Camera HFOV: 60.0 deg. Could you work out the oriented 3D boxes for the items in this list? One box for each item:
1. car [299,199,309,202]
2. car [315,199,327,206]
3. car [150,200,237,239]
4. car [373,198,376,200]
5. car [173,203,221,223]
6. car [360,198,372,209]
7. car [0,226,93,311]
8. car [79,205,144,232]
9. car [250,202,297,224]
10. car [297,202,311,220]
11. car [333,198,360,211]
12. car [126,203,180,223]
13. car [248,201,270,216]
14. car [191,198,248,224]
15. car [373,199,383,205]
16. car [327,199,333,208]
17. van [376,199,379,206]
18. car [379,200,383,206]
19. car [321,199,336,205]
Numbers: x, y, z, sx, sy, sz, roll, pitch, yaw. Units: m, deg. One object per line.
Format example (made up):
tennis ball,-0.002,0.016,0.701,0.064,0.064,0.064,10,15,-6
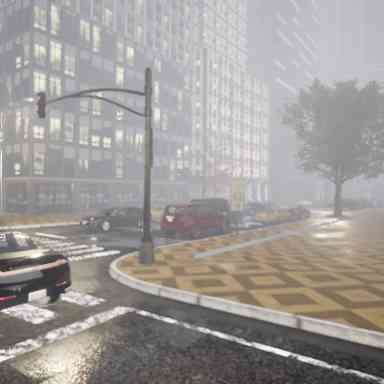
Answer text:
car,20.249,2.047,60.385,1.752,1.417,4.829,0,0,36
car,27.054,2.197,69.588,1.802,1.307,4.206,0,0,36
car,0.272,1.564,19.275,2.192,1.841,5.009,0,0,36
car,33.805,2.267,64.624,1.887,1.381,4.507,0,0,36
car,0.536,1.772,29.362,1.812,1.442,4.674,1,0,36
car,30.453,1.992,60.090,2.192,1.841,5.009,0,0,36
car,-4.533,1.570,6.910,4.902,1.511,2.128,-2,-1,35
car,-5.024,1.670,21.894,1.837,1.490,4.892,1,0,38
car,7.078,1.873,28.481,1.752,1.417,4.829,0,0,36
car,10.330,1.977,32.879,1.802,1.307,4.206,0,0,36
car,23.746,1.900,51.020,2.192,1.841,5.009,0,0,36
car,-3.218,1.714,28.653,1.752,1.417,4.829,0,0,36
car,6.595,1.812,37.537,1.882,1.535,5.008,1,0,37
car,1.874,1.490,25.914,2.150,2.045,5.566,1,0,38
car,43.866,2.441,78.229,1.802,1.307,4.206,0,0,36
car,25.585,1.958,57.851,2.097,1.767,4.553,1,0,36
van,37.160,2.110,69.160,1.690,1.788,3.998,0,0,36
car,40.513,2.254,73.695,1.967,1.590,4.097,0,0,36
car,30.406,2.211,74.121,2.008,1.369,4.403,0,0,36
